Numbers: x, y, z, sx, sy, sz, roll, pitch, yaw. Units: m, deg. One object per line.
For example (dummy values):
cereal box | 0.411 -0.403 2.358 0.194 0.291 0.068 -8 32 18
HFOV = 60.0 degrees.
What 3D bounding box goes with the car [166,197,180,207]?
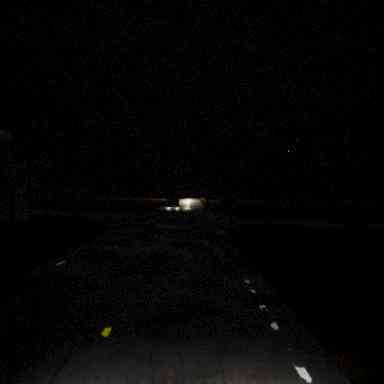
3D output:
car | -2.745 1.503 49.240 2.033 1.411 5.357 0 0 0
